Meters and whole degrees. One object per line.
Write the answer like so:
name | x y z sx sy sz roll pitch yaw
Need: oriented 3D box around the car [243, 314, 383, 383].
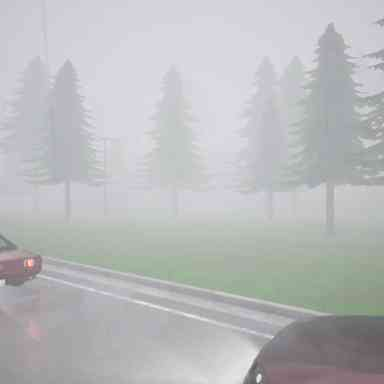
car | 2.424 1.564 2.263 4.181 1.385 1.994 0 0 36

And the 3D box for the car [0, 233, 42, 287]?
car | -5.785 1.601 8.108 4.718 1.301 1.895 0 0 35
